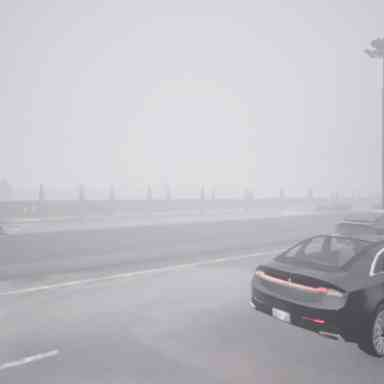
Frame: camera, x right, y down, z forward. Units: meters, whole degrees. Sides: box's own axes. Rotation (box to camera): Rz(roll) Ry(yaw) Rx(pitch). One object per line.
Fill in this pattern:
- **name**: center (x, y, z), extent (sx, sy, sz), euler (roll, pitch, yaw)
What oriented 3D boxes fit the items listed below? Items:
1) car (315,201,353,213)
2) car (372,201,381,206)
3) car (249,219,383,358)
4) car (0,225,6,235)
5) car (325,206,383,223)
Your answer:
- **car**: center (15.644, 1.650, 36.586), extent (4.718, 1.301, 1.895), euler (0, 0, -35)
- **car**: center (21.779, 1.541, 36.652), extent (5.008, 1.535, 1.882), euler (1, 0, -35)
- **car**: center (3.213, 1.494, 6.034), extent (4.902, 1.511, 2.128), euler (0, 0, -36)
- **car**: center (-8.598, 1.525, 10.740), extent (4.674, 1.442, 1.812), euler (0, 0, -36)
- **car**: center (7.789, 1.515, 13.595), extent (4.892, 1.490, 1.837), euler (0, 0, -35)
